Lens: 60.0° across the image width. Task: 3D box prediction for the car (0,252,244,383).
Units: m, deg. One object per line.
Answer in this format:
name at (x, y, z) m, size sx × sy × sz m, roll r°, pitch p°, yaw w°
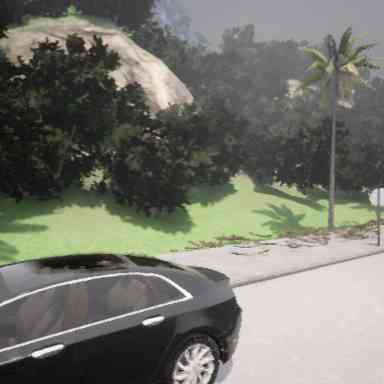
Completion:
car at (-1.630, 1.501, 3.444) m, size 4.892 × 1.490 × 1.837 m, roll -1°, pitch 0°, yaw -35°
